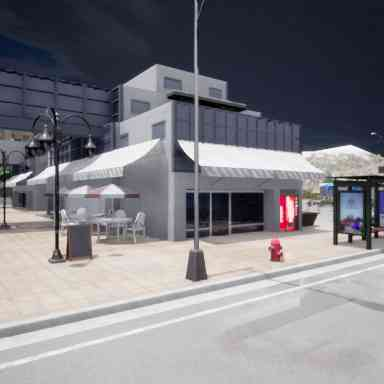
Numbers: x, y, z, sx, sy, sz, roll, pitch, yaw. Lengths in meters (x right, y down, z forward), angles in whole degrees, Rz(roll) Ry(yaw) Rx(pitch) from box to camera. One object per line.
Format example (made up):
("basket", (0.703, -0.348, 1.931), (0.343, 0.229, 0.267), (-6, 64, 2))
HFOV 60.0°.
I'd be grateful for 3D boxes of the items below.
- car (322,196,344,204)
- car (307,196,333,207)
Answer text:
("car", (28.397, 1.490, 66.892), (4.514, 1.523, 2.007), (0, 0, -36))
("car", (19.116, 1.345, 48.778), (5.027, 1.636, 2.152), (0, 0, -36))
